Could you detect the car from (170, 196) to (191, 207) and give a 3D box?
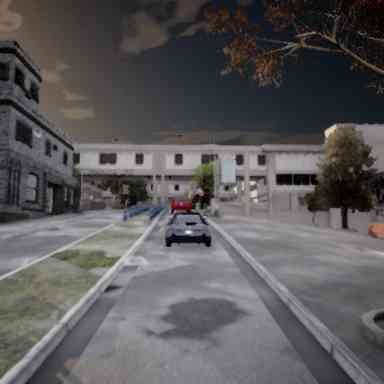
[{"bbox_3d":[-1.287,1.456,38.558,2.150,2.045,5.566,0,-1,-3],"label":"car"}]

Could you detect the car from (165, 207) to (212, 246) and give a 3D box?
[{"bbox_3d":[-0.197,1.591,15.394,1.994,1.385,4.181,0,0,-2],"label":"car"}]
